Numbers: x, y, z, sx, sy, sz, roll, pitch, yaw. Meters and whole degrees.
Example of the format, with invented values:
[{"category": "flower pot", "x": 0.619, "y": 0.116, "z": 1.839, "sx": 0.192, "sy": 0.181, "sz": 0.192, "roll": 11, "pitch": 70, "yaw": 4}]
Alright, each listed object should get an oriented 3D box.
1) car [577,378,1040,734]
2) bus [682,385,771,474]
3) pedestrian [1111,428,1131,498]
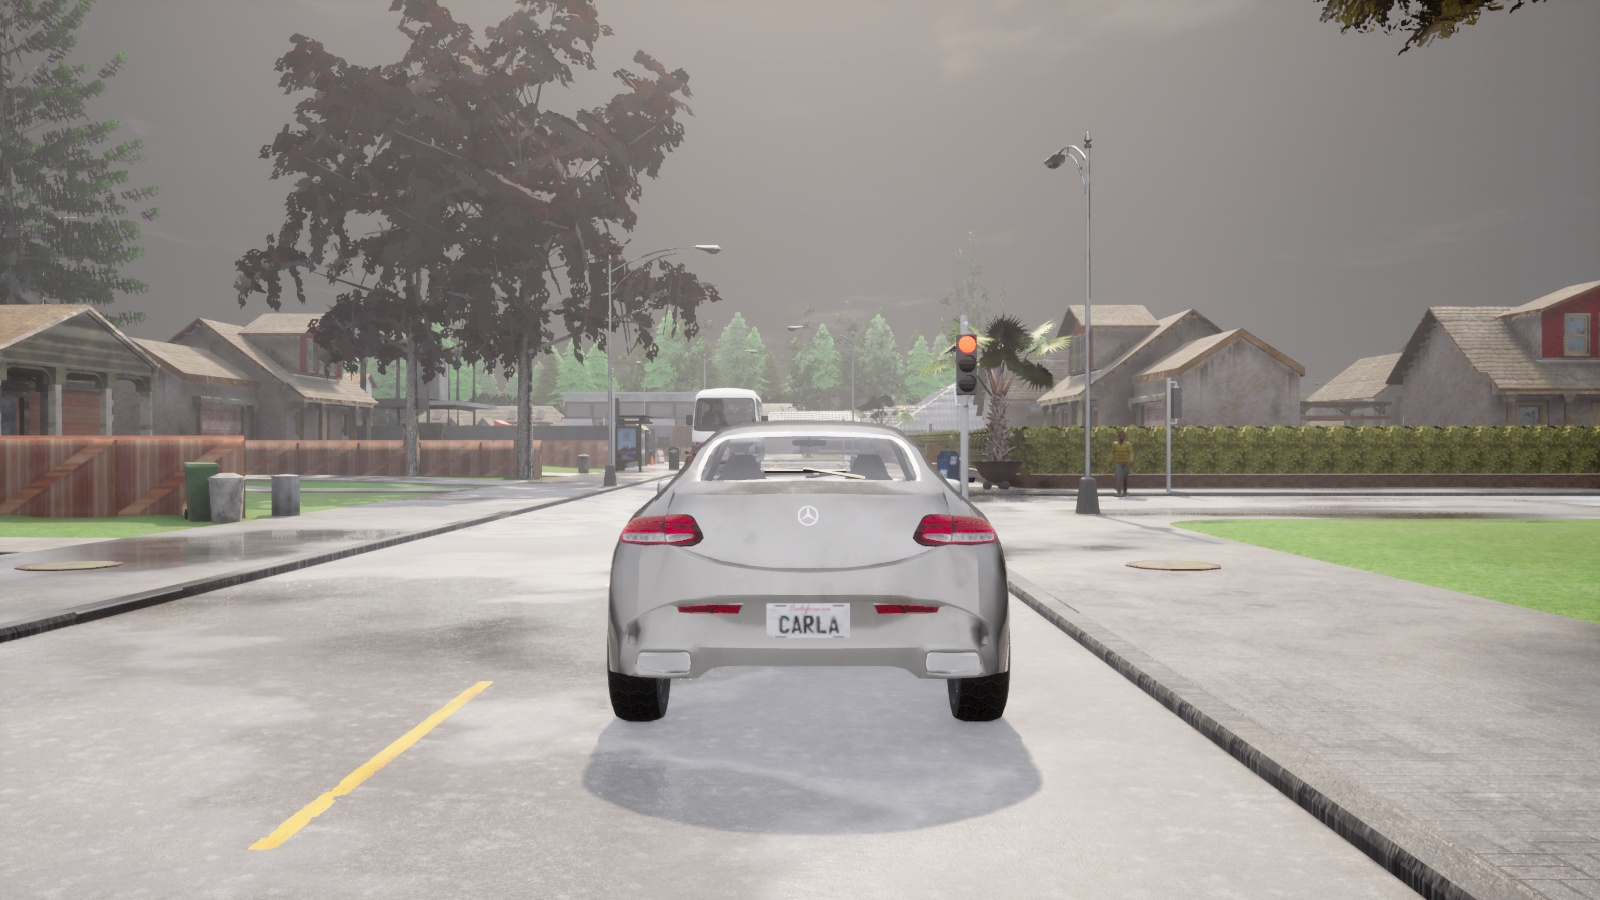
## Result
[{"category": "car", "x": 0.062, "y": 0.478, "z": 8.355, "sx": 2.152, "sy": 1.651, "sz": 5.027, "roll": 0, "pitch": 0, "yaw": 1}, {"category": "bus", "x": -3.622, "y": -1.001, "z": 65.183, "sx": 3.944, "sy": 4.253, "sz": 10.273, "roll": 0, "pitch": 0, "yaw": 0}, {"category": "pedestrian", "x": 8.569, "y": 0.348, "z": 33.535, "sx": 0.431, "sy": 1.840, "sz": 0.709, "roll": 0, "pitch": 0, "yaw": 21}]
